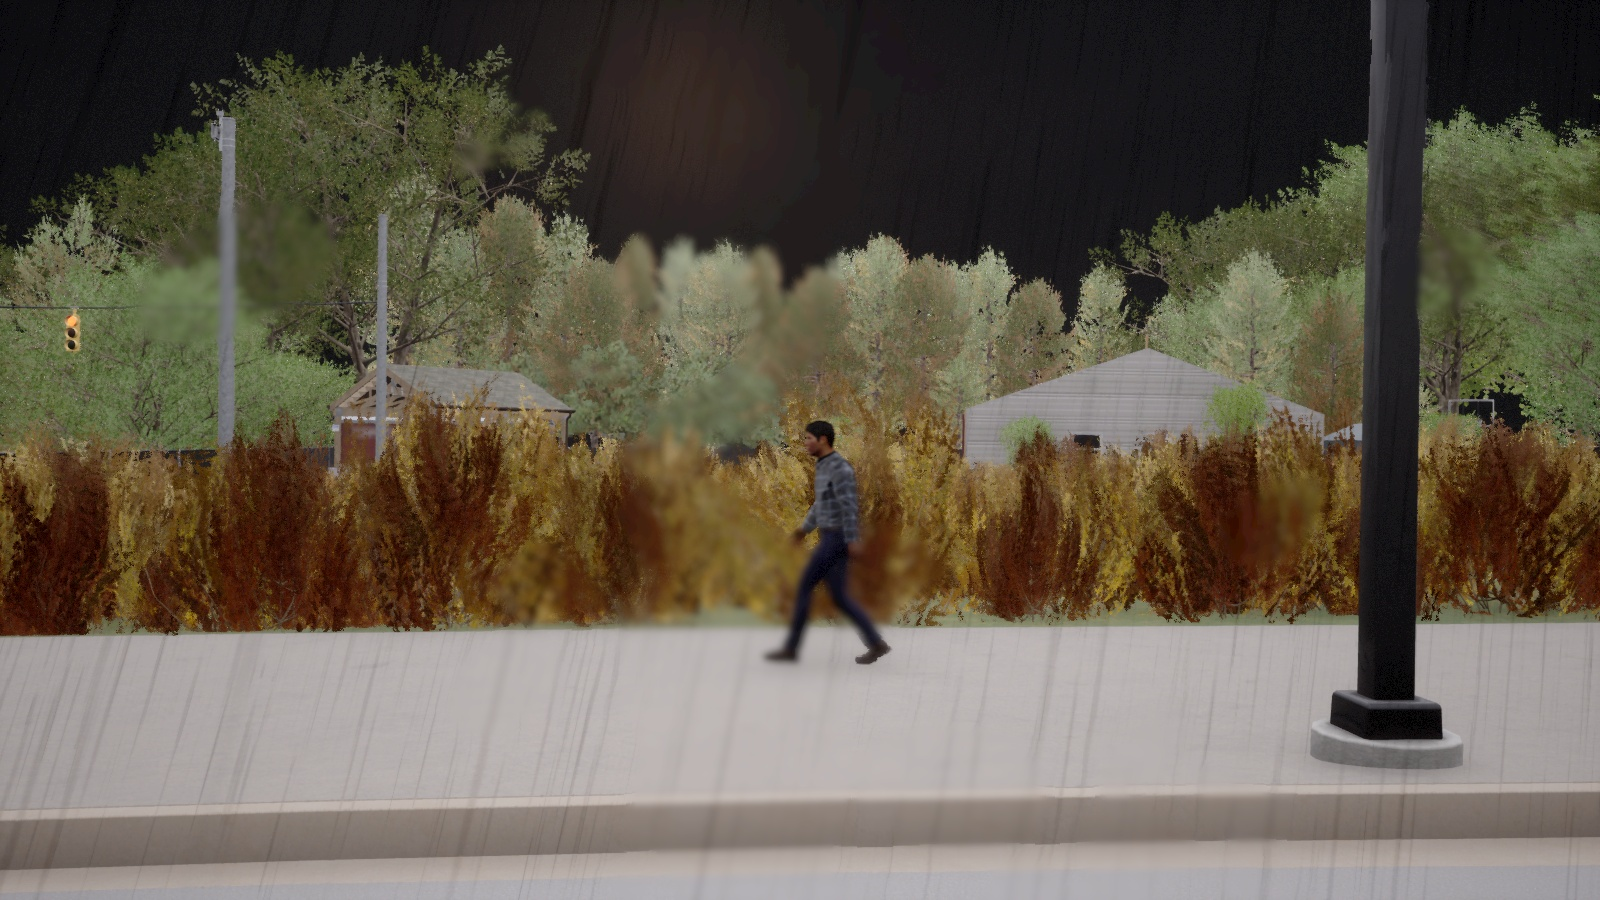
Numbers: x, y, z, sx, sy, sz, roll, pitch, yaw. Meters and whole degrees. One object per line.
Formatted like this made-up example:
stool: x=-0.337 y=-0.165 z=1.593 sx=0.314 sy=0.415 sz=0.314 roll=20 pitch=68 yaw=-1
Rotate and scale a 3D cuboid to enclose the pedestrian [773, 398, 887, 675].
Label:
pedestrian: x=0.214 y=0.609 z=9.066 sx=0.788 sy=1.949 sz=0.423 roll=0 pitch=1 yaw=0
